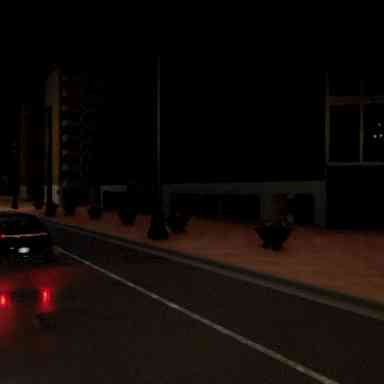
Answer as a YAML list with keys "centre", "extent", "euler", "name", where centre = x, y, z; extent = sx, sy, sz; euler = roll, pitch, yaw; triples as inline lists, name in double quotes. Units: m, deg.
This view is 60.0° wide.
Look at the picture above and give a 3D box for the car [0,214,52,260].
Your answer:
- centre: [-6.442, 1.541, 11.915]
  extent: [2.128, 1.511, 4.902]
  euler: [0, 0, -36]
  name: "car"
